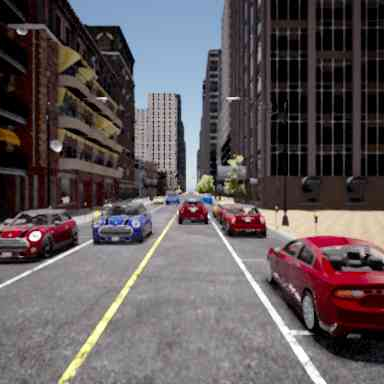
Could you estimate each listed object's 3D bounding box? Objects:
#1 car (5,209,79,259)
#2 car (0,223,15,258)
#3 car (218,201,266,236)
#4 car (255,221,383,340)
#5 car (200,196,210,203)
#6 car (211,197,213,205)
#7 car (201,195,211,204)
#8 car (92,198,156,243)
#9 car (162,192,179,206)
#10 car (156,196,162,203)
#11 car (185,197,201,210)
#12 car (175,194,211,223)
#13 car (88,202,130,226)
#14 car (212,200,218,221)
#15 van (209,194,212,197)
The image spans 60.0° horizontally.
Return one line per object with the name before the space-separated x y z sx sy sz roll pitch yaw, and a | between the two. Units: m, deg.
car | -5.694 1.400 12.236 1.967 1.590 4.097 0 0 0
car | -5.692 1.544 6.574 1.947 1.339 4.313 0 0 0
car | 2.683 1.384 17.904 1.967 1.590 4.097 0 0 0
car | 2.688 1.523 6.578 1.887 1.381 4.507 0 0 0
car | 2.662 1.455 68.875 1.802 1.307 4.206 0 0 0
car | 2.678 1.447 29.398 1.752 1.417 4.829 0 0 0
car | 2.664 1.402 63.382 1.752 1.417 4.829 0 0 0
car | -3.104 1.302 15.672 2.097 1.767 4.553 0 0 0
car | -3.085 1.105 54.124 2.150 2.045 5.566 0 1 0
car | -5.713 1.409 57.374 1.752 1.417 4.829 0 0 0
car | 0.086 1.382 41.878 1.882 1.535 5.008 0 0 0
car | 0.091 1.281 24.831 2.097 1.767 4.553 0 0 0
car | -5.699 1.458 23.393 1.752 1.417 4.829 0 0 0
car | 2.681 1.477 23.566 1.887 1.381 4.507 0 0 0
van | 2.667 1.224 57.548 1.690 1.788 3.998 0 0 0
